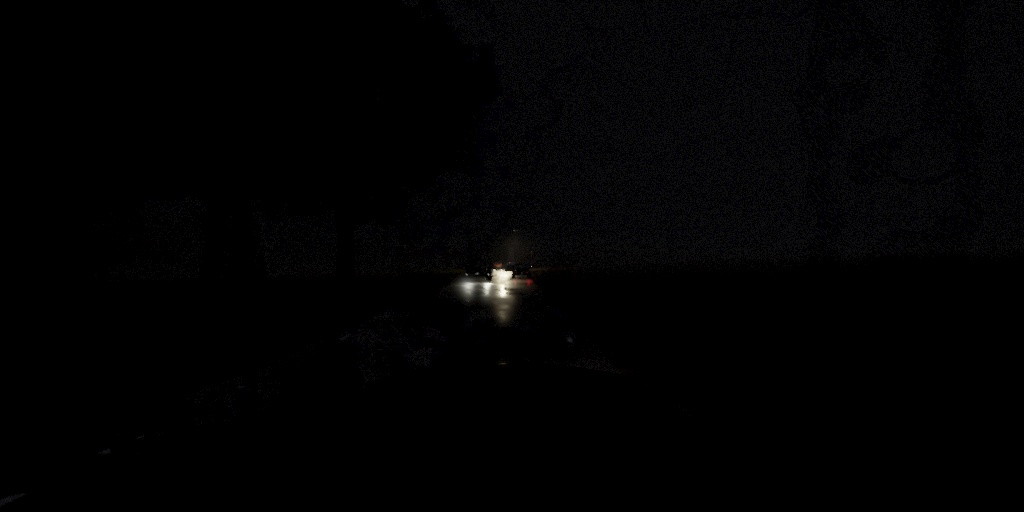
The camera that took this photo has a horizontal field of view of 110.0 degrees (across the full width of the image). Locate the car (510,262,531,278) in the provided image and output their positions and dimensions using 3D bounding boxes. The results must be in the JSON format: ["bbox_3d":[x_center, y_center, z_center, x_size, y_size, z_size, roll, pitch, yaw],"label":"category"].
[{"bbox_3d":[0.960,1.497,36.821,1.812,1.442,4.674,0,-1,0],"label":"car"}]

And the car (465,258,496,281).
[{"bbox_3d":[-2.846,1.151,32.351,2.150,2.045,5.566,0,-1,0],"label":"car"}]

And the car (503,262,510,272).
[{"bbox_3d":[-0.002,1.752,55.723,1.994,1.385,4.181,0,-1,0],"label":"car"}]
